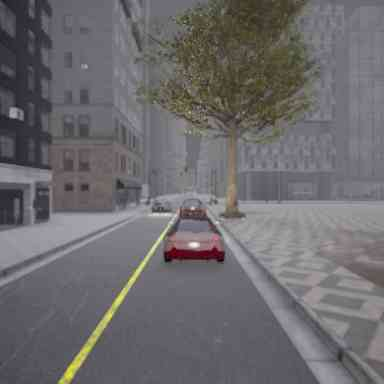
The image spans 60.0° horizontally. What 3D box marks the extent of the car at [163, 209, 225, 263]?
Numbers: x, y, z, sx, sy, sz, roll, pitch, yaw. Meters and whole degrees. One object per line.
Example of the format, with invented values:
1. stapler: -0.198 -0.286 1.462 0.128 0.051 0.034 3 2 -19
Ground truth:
1. car: 0.073 1.537 11.873 1.994 1.385 4.181 0 0 0

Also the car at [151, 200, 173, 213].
1. car: -3.113 1.488 35.110 1.994 1.385 4.181 0 0 0

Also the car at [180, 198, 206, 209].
1. car: 0.065 1.292 27.668 2.097 1.767 4.553 0 0 0
